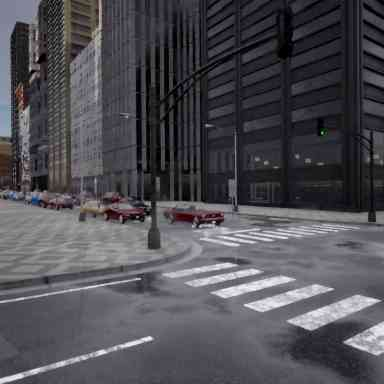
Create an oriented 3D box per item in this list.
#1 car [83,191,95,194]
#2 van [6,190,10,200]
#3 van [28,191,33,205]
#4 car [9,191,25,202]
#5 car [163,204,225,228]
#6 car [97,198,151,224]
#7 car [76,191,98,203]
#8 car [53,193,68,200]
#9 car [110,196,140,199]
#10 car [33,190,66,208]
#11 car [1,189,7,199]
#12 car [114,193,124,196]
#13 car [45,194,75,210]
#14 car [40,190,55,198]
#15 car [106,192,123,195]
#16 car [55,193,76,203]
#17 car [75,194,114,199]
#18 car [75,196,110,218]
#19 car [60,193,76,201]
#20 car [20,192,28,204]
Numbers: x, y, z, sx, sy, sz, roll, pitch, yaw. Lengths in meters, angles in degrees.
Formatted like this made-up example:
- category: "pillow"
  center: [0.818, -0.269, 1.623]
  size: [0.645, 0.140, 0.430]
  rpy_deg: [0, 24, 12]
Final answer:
- category: "car"
  center: [-15.863, 1.066, 49.154]
  size: [2.128, 1.511, 4.902]
  rpy_deg: [-1, 1, -35]
- category: "van"
  center: [-34.646, 0.748, 65.032]
  size: [1.690, 1.788, 3.998]
  rpy_deg: [0, 1, -36]
- category: "van"
  center: [-21.450, 0.970, 46.811]
  size: [1.690, 1.788, 3.998]
  rpy_deg: [0, 1, -36]
- category: "car"
  center: [-31.348, 0.904, 60.478]
  size: [1.967, 1.590, 4.097]
  rpy_deg: [0, 1, -36]
- category: "car"
  center: [0.057, 1.479, 21.768]
  size: [1.895, 1.301, 4.718]
  rpy_deg: [-1, 1, -35]
- category: "car"
  center: [-4.953, 1.416, 24.035]
  size: [1.887, 1.381, 4.507]
  rpy_deg: [0, 1, -36]
- category: "car"
  center: [-17.842, 0.793, 56.363]
  size: [2.192, 1.841, 5.009]
  rpy_deg: [0, 1, -36]
- category: "car"
  center: [-27.740, 0.854, 70.031]
  size: [1.887, 1.381, 4.507]
  rpy_deg: [0, 1, -36]
- category: "car"
  center: [-5.218, 1.370, 29.096]
  size: [1.994, 1.385, 4.181]
  rpy_deg: [-1, 1, -36]
- category: "car"
  center: [-18.150, 0.995, 42.255]
  size: [2.192, 1.841, 5.009]
  rpy_deg: [0, 1, -36]
- category: "car"
  center: [-37.946, 0.664, 69.587]
  size: [2.192, 1.841, 5.009]
  rpy_deg: [0, 1, -36]
- category: "car"
  center: [-7.946, 1.200, 42.700]
  size: [1.947, 1.339, 4.313]
  rpy_deg: [0, 1, -36]
- category: "car"
  center: [-14.852, 1.275, 37.701]
  size: [1.887, 1.381, 4.507]
  rpy_deg: [0, 1, -36]
- category: "car"
  center: [-34.337, 0.510, 79.139]
  size: [2.192, 1.841, 5.009]
  rpy_deg: [0, 1, -36]
- category: "car"
  center: [-11.244, 0.899, 47.253]
  size: [2.192, 1.841, 5.009]
  rpy_deg: [0, 1, -36]
- category: "car"
  center: [-21.864, 0.970, 57.357]
  size: [2.128, 1.511, 4.902]
  rpy_deg: [-1, 1, -36]
- category: "car"
  center: [-10.708, 1.275, 36.681]
  size: [2.033, 1.411, 5.357]
  rpy_deg: [-1, 1, -36]
- category: "car"
  center: [-8.153, 1.353, 28.452]
  size: [1.752, 1.417, 4.829]
  rpy_deg: [0, 1, -36]
- category: "car"
  center: [-24.441, 0.949, 65.476]
  size: [1.802, 1.307, 4.206]
  rpy_deg: [0, 1, -36]
- category: "car"
  center: [-24.750, 1.126, 51.368]
  size: [2.008, 1.369, 4.403]
  rpy_deg: [0, 1, -36]
